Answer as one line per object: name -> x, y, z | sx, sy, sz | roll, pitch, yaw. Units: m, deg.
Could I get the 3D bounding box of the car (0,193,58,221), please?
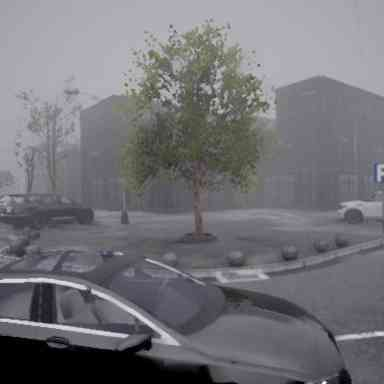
car -> -14.318, 1.147, 27.666 | 2.435, 2.045, 5.566 | 0, 0, 31

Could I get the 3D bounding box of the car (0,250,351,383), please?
car -> -0.963, 1.458, 3.600 | 4.902, 1.511, 2.128 | 0, 1, 11

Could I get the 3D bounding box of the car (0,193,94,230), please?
car -> -8.765, 1.140, 20.783 | 2.435, 2.045, 5.566 | 0, 0, 32

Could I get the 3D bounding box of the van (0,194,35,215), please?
van -> -17.944, 1.177, 32.419 | 1.878, 1.987, 4.442 | 0, 0, 31

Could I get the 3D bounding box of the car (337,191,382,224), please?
car -> 11.811, 0.915, 20.106 | 5.566, 2.045, 2.435 | -1, 0, 33

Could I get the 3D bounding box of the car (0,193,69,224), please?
car -> -12.472, 1.144, 25.352 | 2.435, 2.045, 5.566 | 0, 0, 31

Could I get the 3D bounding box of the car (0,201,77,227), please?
car -> -10.615, 1.423, 23.039 | 2.163, 1.488, 4.792 | 0, 0, 31

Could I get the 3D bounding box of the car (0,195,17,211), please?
car -> -23.524, 1.283, 39.278 | 2.185, 1.767, 4.553 | 0, 0, 31

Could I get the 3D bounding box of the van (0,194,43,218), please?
van -> -16.098, 1.175, 30.106 | 1.878, 1.987, 4.442 | 0, 0, 31
